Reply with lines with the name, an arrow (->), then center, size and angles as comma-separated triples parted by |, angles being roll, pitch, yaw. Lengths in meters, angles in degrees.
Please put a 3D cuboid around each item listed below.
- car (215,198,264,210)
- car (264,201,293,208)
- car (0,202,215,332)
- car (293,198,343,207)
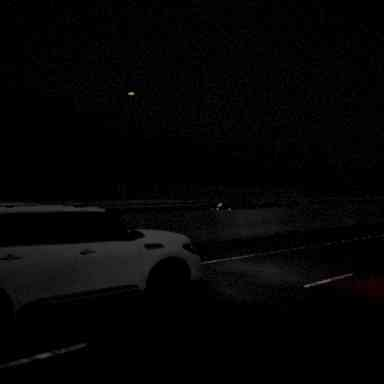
car -> 5.213, 1.570, 33.493 | 5.357, 1.411, 2.033 | 0, 0, -35
car -> 9.439, 1.586, 32.191 | 4.181, 1.385, 1.994 | 0, 0, -35
car -> -2.458, 1.224, 6.415 | 5.566, 2.045, 2.150 | 0, 0, -35
car -> 11.473, 1.373, 29.344 | 4.553, 1.767, 2.097 | 0, 0, -35
